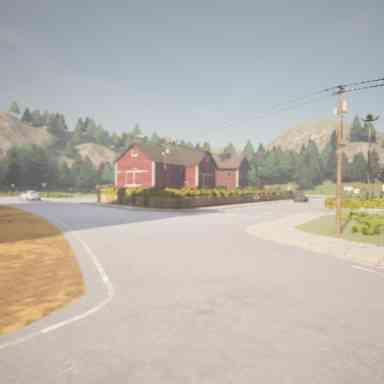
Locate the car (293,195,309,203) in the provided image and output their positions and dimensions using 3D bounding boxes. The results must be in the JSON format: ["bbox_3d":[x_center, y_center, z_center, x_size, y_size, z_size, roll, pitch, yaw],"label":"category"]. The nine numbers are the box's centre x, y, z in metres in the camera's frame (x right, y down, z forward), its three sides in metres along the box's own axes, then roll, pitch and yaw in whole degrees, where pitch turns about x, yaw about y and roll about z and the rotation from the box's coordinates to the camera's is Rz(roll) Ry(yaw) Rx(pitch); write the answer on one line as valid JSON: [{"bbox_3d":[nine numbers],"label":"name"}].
[{"bbox_3d":[20.144,1.252,61.171,2.033,1.411,5.357,1,1,30],"label":"car"}]

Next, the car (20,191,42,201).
[{"bbox_3d":[-23.347,0.579,48.085,1.812,1.442,4.674,0,1,-44],"label":"car"}]
